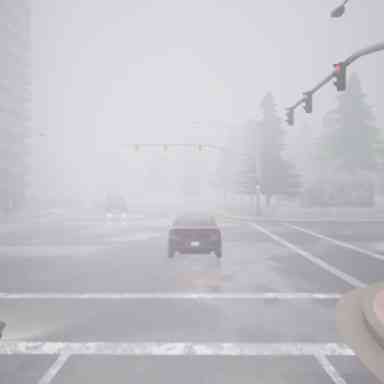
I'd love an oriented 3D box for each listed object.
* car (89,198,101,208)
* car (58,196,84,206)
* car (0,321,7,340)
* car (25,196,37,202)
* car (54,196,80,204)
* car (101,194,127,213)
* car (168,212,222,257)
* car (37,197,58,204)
[{"bbox_3d":[-13.442,1.600,48.376,2.033,1.411,5.357,0,0,-33],"label":"car"},{"bbox_3d":[-20.133,1.553,56.395,4.902,1.511,2.128,0,0,43],"label":"car"},{"bbox_3d":[-3.443,1.550,2.060,2.033,1.411,5.357,0,0,0],"label":"car"},{"bbox_3d":[-35.639,1.546,72.171,4.181,1.385,1.994,0,0,9],"label":"car"},{"bbox_3d":[-25.812,1.553,68.699,5.008,1.535,1.882,0,0,24],"label":"car"},{"bbox_3d":[-9.066,1.264,39.027,2.150,2.045,5.566,0,0,-20],"label":"car"},{"bbox_3d":[0.100,1.529,13.216,1.882,1.535,5.008,0,0,0],"label":"car"},{"bbox_3d":[-27.190,1.611,65.489,5.357,1.411,2.033,0,0,24],"label":"car"}]
